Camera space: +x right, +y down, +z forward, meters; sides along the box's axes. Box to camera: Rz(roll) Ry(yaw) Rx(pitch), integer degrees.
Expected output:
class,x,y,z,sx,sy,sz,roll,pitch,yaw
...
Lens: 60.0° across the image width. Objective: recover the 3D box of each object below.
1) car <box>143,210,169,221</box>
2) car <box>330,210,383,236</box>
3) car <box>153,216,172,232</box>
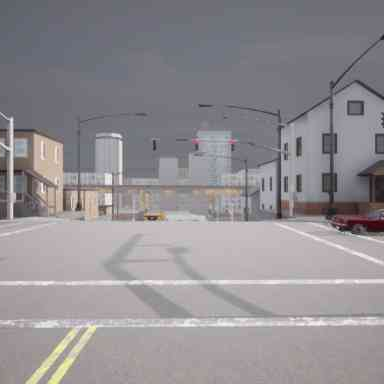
class,x,y,z,sx,sy,sz,roll,pitch,yaw
car,-3.680,2.536,33.521,1.882,1.535,5.008,0,-9,1
car,10.088,1.602,17.976,4.718,1.301,1.895,0,0,-1
car,-3.790,4.235,43.744,2.128,1.511,4.902,0,-13,-1
